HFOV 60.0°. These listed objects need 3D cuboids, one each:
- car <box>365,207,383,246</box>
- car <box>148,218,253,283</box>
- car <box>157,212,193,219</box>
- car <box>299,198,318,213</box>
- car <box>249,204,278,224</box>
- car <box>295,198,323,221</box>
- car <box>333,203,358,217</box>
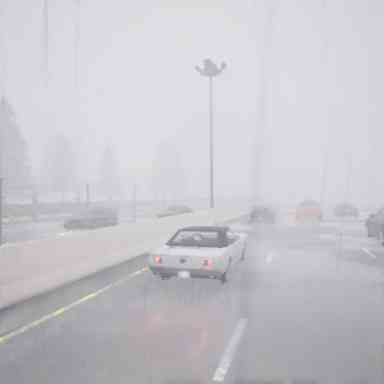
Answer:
[{"bbox_3d":[9.492,1.410,15.326,2.097,1.767,4.553,-1,-1,18],"label":"car"},{"bbox_3d":[0.481,1.687,10.054,1.895,1.301,4.718,-1,-1,18],"label":"car"},{"bbox_3d":[-1.320,1.809,28.181,2.033,1.411,5.357,-1,-1,18],"label":"car"},{"bbox_3d":[14.270,1.593,40.545,2.097,1.767,4.553,-1,-1,21],"label":"car"},{"bbox_3d":[5.751,1.695,26.685,1.837,1.490,4.892,-1,0,18],"label":"car"},{"bbox_3d":[10.289,1.528,29.399,2.097,1.767,4.553,-1,-1,18],"label":"car"},{"bbox_3d":[15.097,1.731,32.837,1.994,1.385,4.181,-1,-1,19],"label":"car"}]
